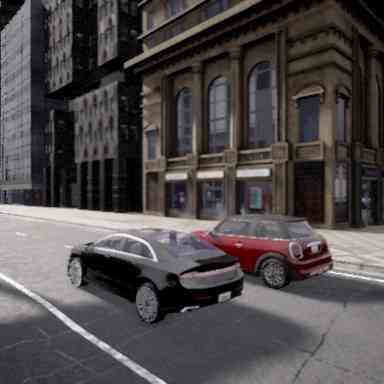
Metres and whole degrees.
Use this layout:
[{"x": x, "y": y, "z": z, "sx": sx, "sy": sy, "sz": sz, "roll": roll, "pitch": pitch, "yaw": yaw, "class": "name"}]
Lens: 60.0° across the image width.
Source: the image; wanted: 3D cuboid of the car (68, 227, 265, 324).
[{"x": -1.107, "y": 1.566, "z": 7.498, "sx": 2.128, "sy": 1.511, "sz": 4.902, "roll": 1, "pitch": 0, "yaw": -44, "class": "car"}]

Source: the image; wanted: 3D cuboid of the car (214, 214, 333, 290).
[{"x": 1.561, "y": 1.433, "z": 9.749, "sx": 2.097, "sy": 1.767, "sz": 4.553, "roll": 0, "pitch": 0, "yaw": -44, "class": "car"}]
